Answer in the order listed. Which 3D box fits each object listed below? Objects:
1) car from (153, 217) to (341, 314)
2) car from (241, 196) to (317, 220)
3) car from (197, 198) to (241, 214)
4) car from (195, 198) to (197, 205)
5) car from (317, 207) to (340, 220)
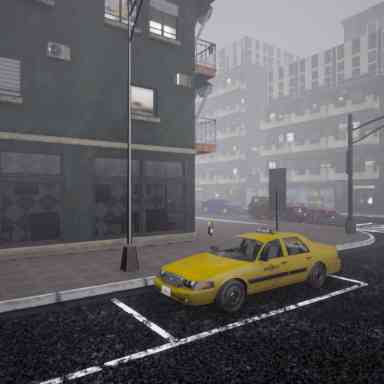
[{"bbox_3d":[1.475,1.525,7.612,4.829,1.417,1.752,0,0,-35],"label":"car"},{"bbox_3d":[6.477,1.264,25.404,2.192,1.841,5.009,0,0,-36],"label":"car"},{"bbox_3d":[3.051,1.397,34.549,1.882,1.535,5.008,0,0,-36],"label":"car"},{"bbox_3d":[-0.024,1.465,48.674,1.802,1.307,4.206,0,0,-36],"label":"car"},{"bbox_3d":[9.071,1.552,26.256,1.895,1.301,4.718,0,0,-37],"label":"car"}]
